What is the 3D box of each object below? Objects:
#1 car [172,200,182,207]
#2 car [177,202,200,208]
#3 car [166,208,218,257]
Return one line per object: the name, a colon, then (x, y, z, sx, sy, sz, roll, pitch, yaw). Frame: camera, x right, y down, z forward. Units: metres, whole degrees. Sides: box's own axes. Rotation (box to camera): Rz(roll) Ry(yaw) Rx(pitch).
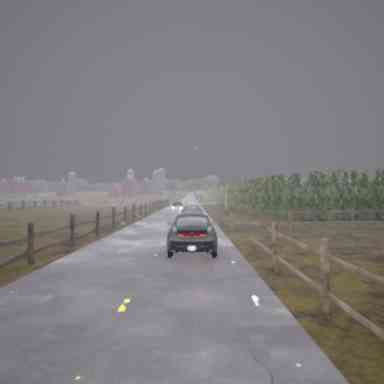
car: (-2.802, 2.174, 64.335, 1.895, 1.301, 4.718, 0, 0, 1)
car: (0.006, 1.822, 28.590, 1.994, 1.385, 4.181, 0, 0, 0)
car: (0.012, 1.629, 13.543, 1.837, 1.490, 4.892, 0, 0, 0)
